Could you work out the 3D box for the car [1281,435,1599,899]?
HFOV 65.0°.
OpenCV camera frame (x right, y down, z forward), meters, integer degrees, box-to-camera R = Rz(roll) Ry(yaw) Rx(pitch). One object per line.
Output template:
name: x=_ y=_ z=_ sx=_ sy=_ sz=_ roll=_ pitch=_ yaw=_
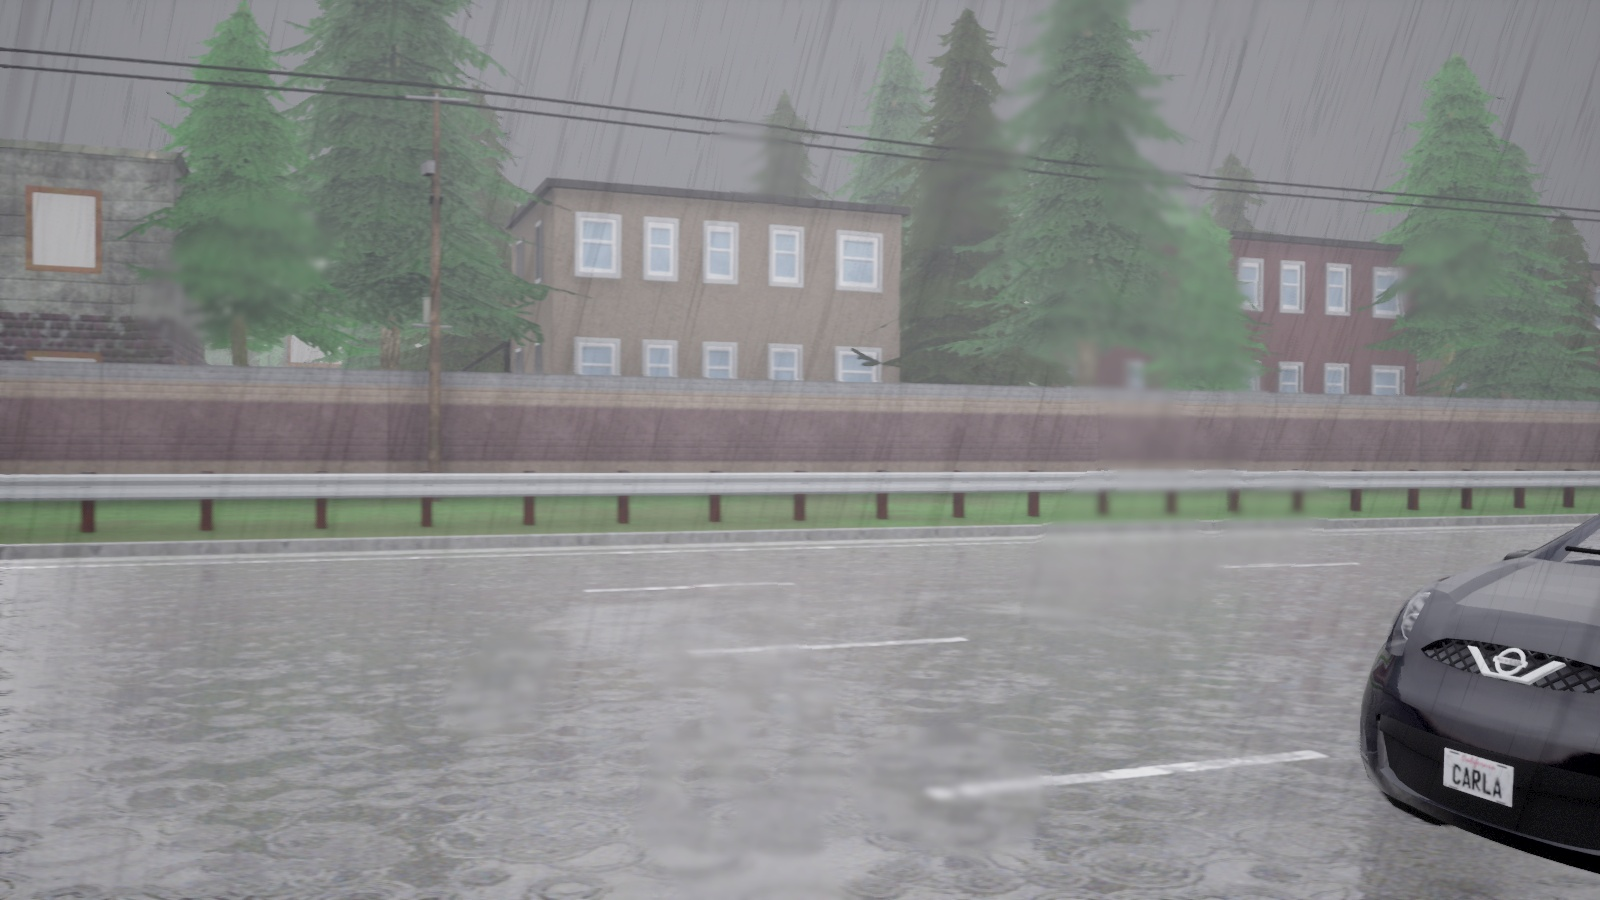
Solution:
car: x=3.922 y=0.693 z=4.728 sx=3.633 sy=1.501 sz=1.845 roll=-1 pitch=1 yaw=-21
